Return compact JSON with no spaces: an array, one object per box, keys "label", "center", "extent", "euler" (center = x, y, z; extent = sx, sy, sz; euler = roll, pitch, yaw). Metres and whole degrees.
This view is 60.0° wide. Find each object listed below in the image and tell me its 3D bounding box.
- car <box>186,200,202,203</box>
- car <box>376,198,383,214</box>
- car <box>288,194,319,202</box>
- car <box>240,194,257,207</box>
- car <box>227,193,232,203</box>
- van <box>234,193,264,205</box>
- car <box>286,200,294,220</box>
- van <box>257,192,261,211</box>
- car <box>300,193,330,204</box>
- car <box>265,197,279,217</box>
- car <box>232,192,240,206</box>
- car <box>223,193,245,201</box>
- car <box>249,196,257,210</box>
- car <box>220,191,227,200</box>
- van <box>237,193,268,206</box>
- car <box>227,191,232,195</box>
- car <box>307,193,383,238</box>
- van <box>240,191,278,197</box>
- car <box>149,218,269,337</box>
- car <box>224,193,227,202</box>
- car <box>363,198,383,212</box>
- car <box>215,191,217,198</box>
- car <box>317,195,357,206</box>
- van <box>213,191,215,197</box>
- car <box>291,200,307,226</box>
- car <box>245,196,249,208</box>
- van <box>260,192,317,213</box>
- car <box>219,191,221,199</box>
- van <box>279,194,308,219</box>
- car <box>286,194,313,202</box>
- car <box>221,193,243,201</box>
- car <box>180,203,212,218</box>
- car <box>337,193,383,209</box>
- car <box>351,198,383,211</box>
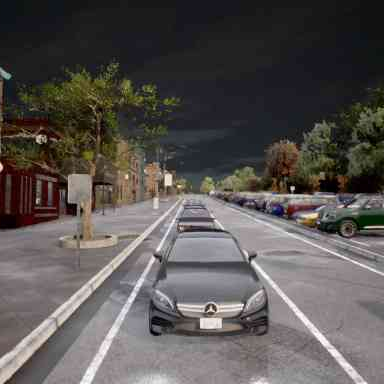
[{"label":"car","center":[0.209,1.442,29.876],"extent":[2.128,1.511,4.902],"euler":[0,0,0]},{"label":"car","center":[22.407,1.444,34.683],"extent":[5.366,1.575,1.946],"euler":[0,0,0]},{"label":"car","center":[21.810,1.209,65.216],"extent":[5.366,1.575,1.946],"euler":[0,0,0]},{"label":"car","center":[9.092,1.409,42.294],"extent":[4.892,1.521,2.231],"euler":[0,0,0]},{"label":"car","center":[8.975,1.290,56.312],"extent":[4.892,1.521,2.231],"euler":[0,1,0]},{"label":"van","center":[9.119,1.089,53.508],"extent":[4.442,1.987,1.878],"euler":[0,1,0]},{"label":"car","center":[9.235,1.506,22.665],"extent":[4.674,1.452,2.002],"euler":[0,0,0]},{"label":"van","center":[9.265,1.222,33.880],"extent":[4.442,1.987,1.878],"euler":[0,0,0]},{"label":"car","center":[22.067,1.136,59.666],"extent":[4.553,1.767,2.185],"euler":[0,1,0]},{"label":"car","center":[9.185,1.460,28.271],"extent":[5.008,1.535,2.097],"euler":[0,0,0]},{"label":"car","center":[9.016,1.113,47.900],"extent":[5.566,2.045,2.435],"euler":[0,1,0]},{"label":"car","center":[8.846,1.039,70.326],"extent":[4.553,1.767,2.185],"euler":[0,1,0]},{"label":"car","center":[9.157,1.470,36.683],"extent":[4.792,1.488,2.163],"euler":[0,0,0]},{"label":"car","center":[8.890,0.963,64.719],"extent":[5.566,2.045,2.435],"euler":[0,1,0]},{"label":"van","center":[9.140,1.114,50.705],"extent":[4.442,1.987,1.878],"euler":[0,1,0]},{"label":"car","center":[8.992,1.139,59.114],"extent":[4.553,1.767,2.185],"euler":[0,1,0]},{"label":"car","center":[9.246,1.221,17.058],"extent":[5.566,2.045,2.435],"euler":[0,0,0]},{"label":"van","center":[9.182,1.163,45.101],"extent":[4.442,1.987,1.878],"euler":[0,0,0]},{"label":"car","center":[0.250,1.524,6.849],"extent":[1.812,1.442,4.674],"euler":[0,0,0]},{"label":"car","center":[8.937,1.279,61.919],"extent":[4.674,1.452,2.002],"euler":[0,1,0]},{"label":"car","center":[22.172,1.469,37.454],"extent":[4.792,1.488,2.163],"euler":[0,0,0]},{"label":"car","center":[8.788,1.065,81.540],"extent":[5.008,1.535,2.097],"euler":[0,1,0]},{"label":"car","center":[22.285,1.332,51.340],"extent":[5.366,1.575,1.946],"euler":[0,1,0]},{"label":"van","center":[8.614,0.764,89.946],"extent":[4.442,1.987,1.878],"euler":[0,1,0]},{"label":"car","center":[9.068,1.466,19.860],"extent":[5.366,1.575,1.946],"euler":[0,0,0]},{"label":"car","center":[9.104,1.466,39.491],"extent":[4.674,1.452,2.002],"euler":[0,0,0]},{"label":"van","center":[9.053,1.230,31.077],"extent":[4.442,1.987,1.878],"euler":[0,0,0]},{"label":"car","center":[8.869,0.938,67.522],"extent":[5.566,2.045,2.435],"euler":[0,1,0]},{"label":"van","center":[9.328,1.237,25.469],"extent":[4.442,1.987,1.878],"euler":[0,0,0]},{"label":"car","center":[21.980,1.188,67.994],"extent":[4.892,1.521,2.231],"euler":[0,1,0]},{"label":"car","center":[8.825,1.014,73.130],"extent":[4.553,1.767,2.185],"euler":[0,1,0]},{"label":"car","center":[0.187,1.532,17.428],"extent":[2.033,1.411,5.357],"euler":[0,0,0]},{"label":"car","center":[22.132,1.153,43.010],"extent":[5.566,2.045,2.435],"euler":[0,0,0]},{"label":"car","center":[22.210,1.452,40.237],"extent":[4.792,1.488,2.163],"euler":[0,0,0]}]
